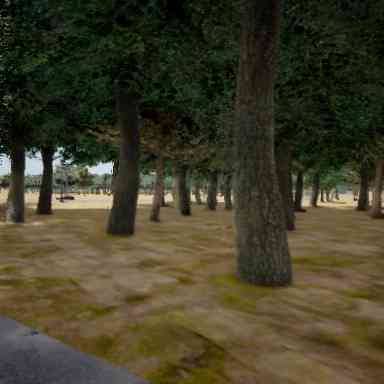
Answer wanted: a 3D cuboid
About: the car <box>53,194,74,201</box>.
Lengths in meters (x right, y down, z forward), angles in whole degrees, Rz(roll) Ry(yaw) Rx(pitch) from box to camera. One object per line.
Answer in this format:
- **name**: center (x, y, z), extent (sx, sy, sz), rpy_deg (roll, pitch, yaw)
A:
- **car**: center (-31.686, 1.295, 82.217), extent (1.882, 1.535, 5.008), rpy_deg (2, -1, 37)
